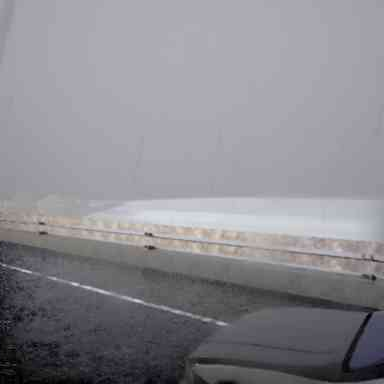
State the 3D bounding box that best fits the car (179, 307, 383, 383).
[{"bbox_3d":[2.467,1.550,2.234,5.357,1.411,2.033,0,0,36],"label":"car"}]
